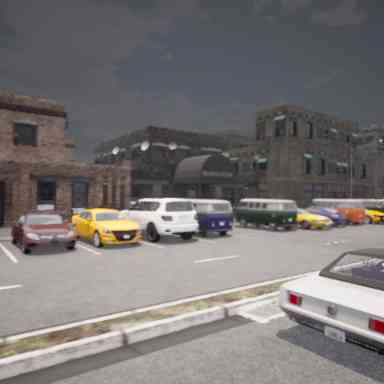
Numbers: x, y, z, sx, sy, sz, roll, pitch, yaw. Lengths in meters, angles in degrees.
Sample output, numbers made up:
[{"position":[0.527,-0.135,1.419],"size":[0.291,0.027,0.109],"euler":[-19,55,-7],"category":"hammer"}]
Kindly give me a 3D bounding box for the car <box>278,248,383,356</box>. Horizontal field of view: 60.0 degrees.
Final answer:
[{"position":[3.755,1.668,5.812],"size":[4.718,1.301,1.895],"euler":[1,0,-36],"category":"car"}]

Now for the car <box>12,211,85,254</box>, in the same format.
[{"position":[-6.371,1.569,14.058],"size":[2.002,1.452,4.674],"euler":[1,0,-36],"category":"car"}]

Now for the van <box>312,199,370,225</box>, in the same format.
[{"position":[11.509,1.581,26.979],"size":[1.878,1.987,4.442],"euler":[1,-1,-36],"category":"van"}]

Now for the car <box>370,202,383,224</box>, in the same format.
[{"position":[13.814,1.845,28.490],"size":[2.097,1.535,5.008],"euler":[1,-1,-36],"category":"car"}]

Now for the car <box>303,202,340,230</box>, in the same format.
[{"position":[7.196,1.729,23.525],"size":[1.946,1.575,5.366],"euler":[1,-1,-36],"category":"car"}]

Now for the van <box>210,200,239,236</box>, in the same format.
[{"position":[0.295,1.401,18.963],"size":[1.878,1.987,4.442],"euler":[1,0,-36],"category":"van"}]

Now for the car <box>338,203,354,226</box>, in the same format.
[{"position":[9.333,1.809,25.277],"size":[2.002,1.452,4.674],"euler":[1,-1,-36],"category":"car"}]

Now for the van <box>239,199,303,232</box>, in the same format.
[{"position":[4.779,1.469,22.169],"size":[1.878,1.987,4.442],"euler":[1,0,-36],"category":"van"}]

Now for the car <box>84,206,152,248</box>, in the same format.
[{"position":[-4.129,1.560,15.664],"size":[2.097,1.535,5.008],"euler":[1,0,-36],"category":"car"}]

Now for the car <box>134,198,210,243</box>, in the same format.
[{"position":[-1.898,1.341,17.287],"size":[2.435,2.045,5.566],"euler":[1,0,-36],"category":"car"}]

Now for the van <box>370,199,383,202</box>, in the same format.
[{"position":[16.131,1.658,29.996],"size":[1.878,1.987,4.442],"euler":[1,-1,-36],"category":"van"}]
